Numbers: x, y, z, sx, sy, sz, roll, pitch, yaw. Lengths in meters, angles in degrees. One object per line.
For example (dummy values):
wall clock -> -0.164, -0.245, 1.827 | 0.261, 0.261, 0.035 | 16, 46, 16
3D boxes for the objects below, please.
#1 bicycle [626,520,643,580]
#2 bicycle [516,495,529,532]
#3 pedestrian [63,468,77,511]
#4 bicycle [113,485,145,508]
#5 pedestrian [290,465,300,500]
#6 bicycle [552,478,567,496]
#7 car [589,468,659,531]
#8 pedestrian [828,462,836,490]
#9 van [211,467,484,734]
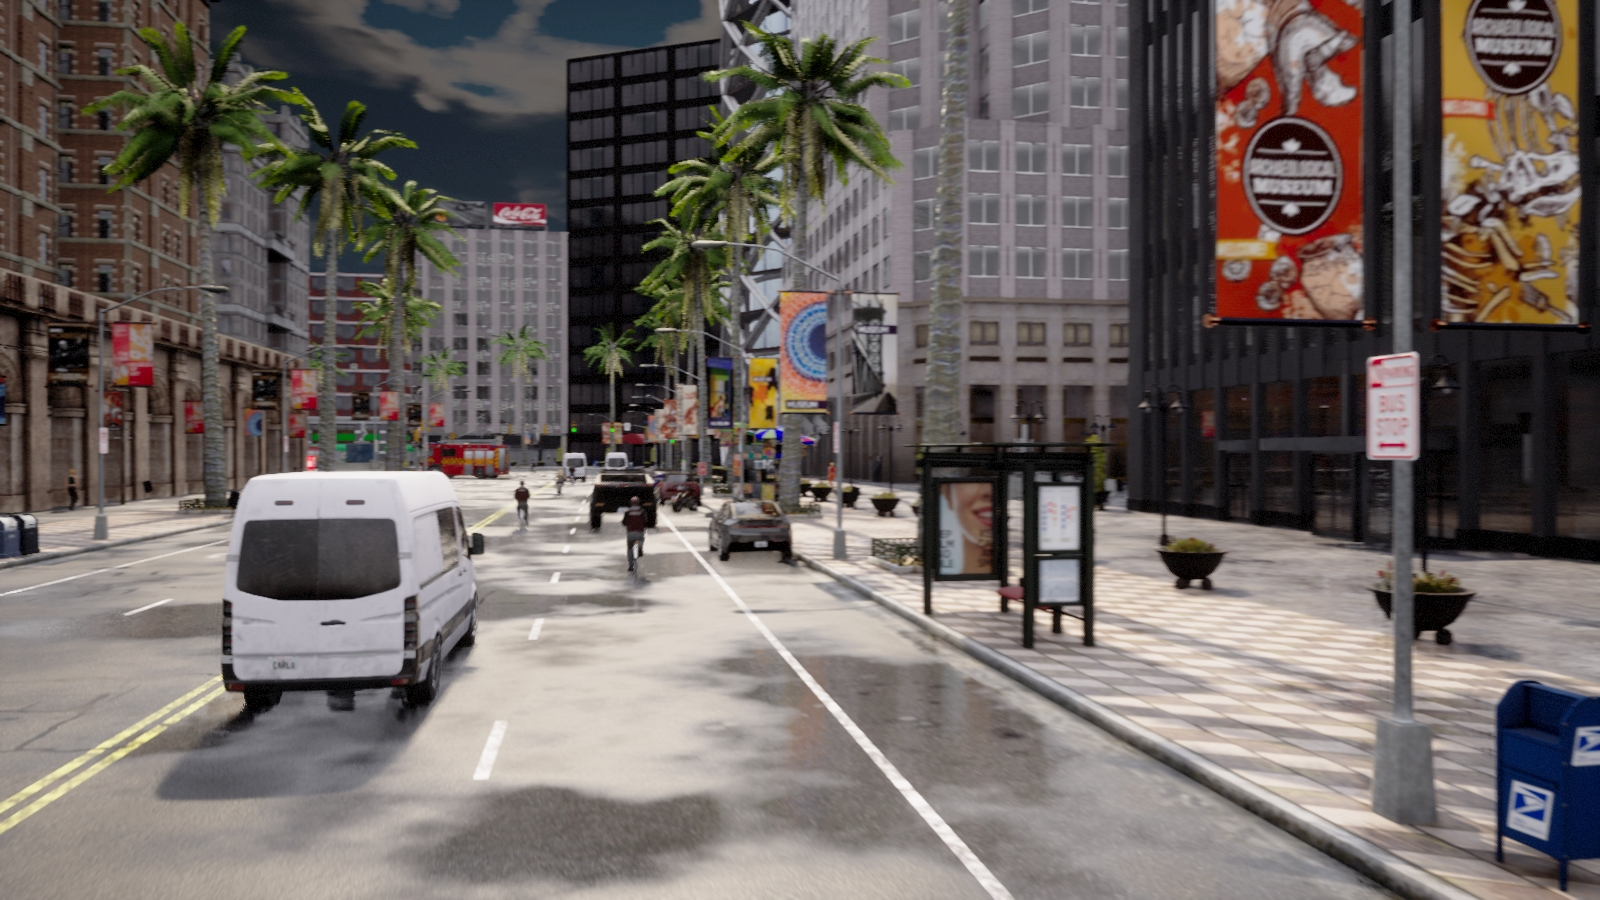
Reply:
bicycle -> -3.694, 2.214, 25.511 | 0.329, 1.171, 1.835 | 0, 0, -10
bicycle -> -9.738, 2.220, 40.118 | 0.329, 1.171, 1.835 | 0, 0, -10
pedestrian -> -31.892, 1.729, 49.944 | 0.375, 1.860, 0.375 | 0, 0, -2
bicycle -> -33.330, 2.289, 56.774 | 0.859, 1.080, 1.487 | 0, 0, -9
pedestrian -> -27.103, 1.723, 61.333 | 0.375, 1.860, 0.375 | 0, 0, -5
bicycle -> -14.881, 2.271, 70.826 | 0.859, 1.080, 1.487 | 0, 0, -9
car -> -6.657, 1.760, 42.894 | 2.390, 2.098, 6.274 | 0, 0, -10
pedestrian -> 2.112, 1.710, 75.529 | 0.375, 1.860, 0.375 | 0, 0, -20
van -> -5.351, 1.539, 14.442 | 1.988, 2.561, 5.915 | 0, 0, -9
